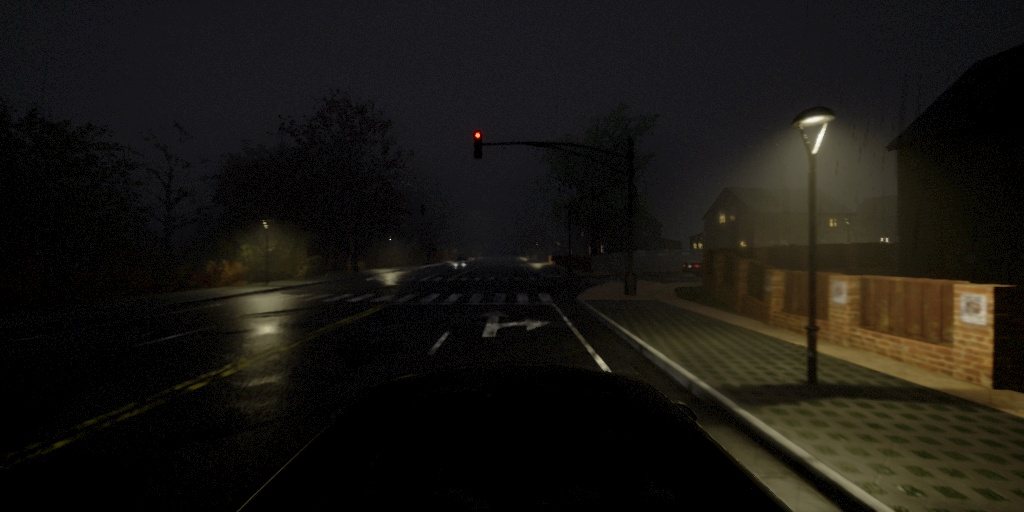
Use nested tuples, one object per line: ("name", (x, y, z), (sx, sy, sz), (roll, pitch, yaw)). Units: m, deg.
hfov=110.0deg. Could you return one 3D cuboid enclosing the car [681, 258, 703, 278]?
("car", (12.831, 0.567, 21.095), (5.357, 1.411, 2.033), (-2, 0, -6))
